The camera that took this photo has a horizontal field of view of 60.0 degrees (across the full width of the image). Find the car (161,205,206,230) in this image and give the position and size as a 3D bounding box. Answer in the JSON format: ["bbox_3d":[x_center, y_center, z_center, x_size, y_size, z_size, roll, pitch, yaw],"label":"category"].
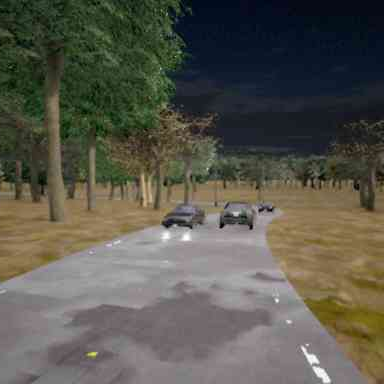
[{"bbox_3d":[-0.356,1.550,21.614,2.033,1.411,5.357,1,0,13],"label":"car"}]

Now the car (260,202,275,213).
[{"bbox_3d":[9.436,1.929,41.905,1.895,1.301,4.718,1,-1,17],"label":"car"}]

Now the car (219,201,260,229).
[{"bbox_3d":[3.173,1.409,22.255,2.097,1.767,4.553,1,0,14],"label":"car"}]
